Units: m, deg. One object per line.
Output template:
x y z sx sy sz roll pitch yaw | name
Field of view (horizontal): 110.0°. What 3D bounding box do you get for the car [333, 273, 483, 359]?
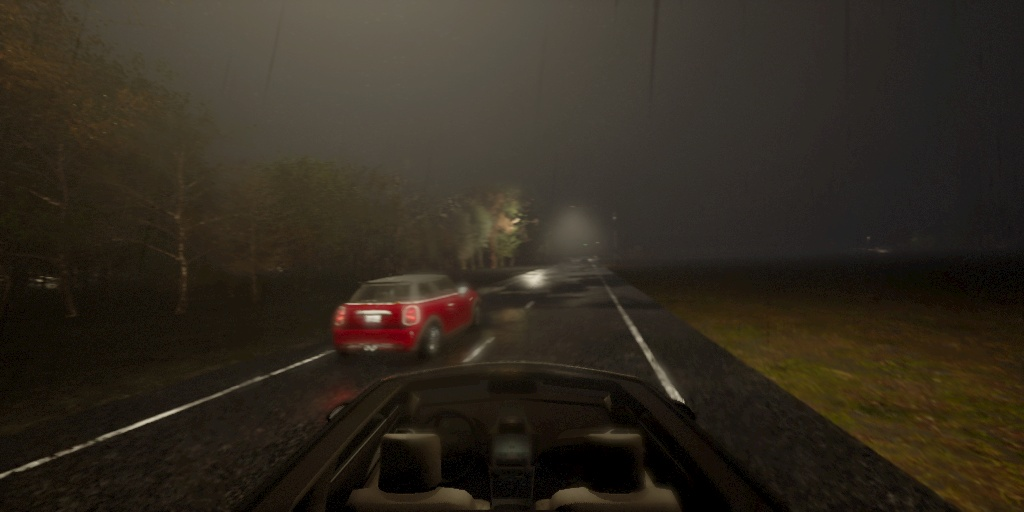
-2.292 1.248 9.133 2.097 1.767 4.553 -3 0 12 | car
